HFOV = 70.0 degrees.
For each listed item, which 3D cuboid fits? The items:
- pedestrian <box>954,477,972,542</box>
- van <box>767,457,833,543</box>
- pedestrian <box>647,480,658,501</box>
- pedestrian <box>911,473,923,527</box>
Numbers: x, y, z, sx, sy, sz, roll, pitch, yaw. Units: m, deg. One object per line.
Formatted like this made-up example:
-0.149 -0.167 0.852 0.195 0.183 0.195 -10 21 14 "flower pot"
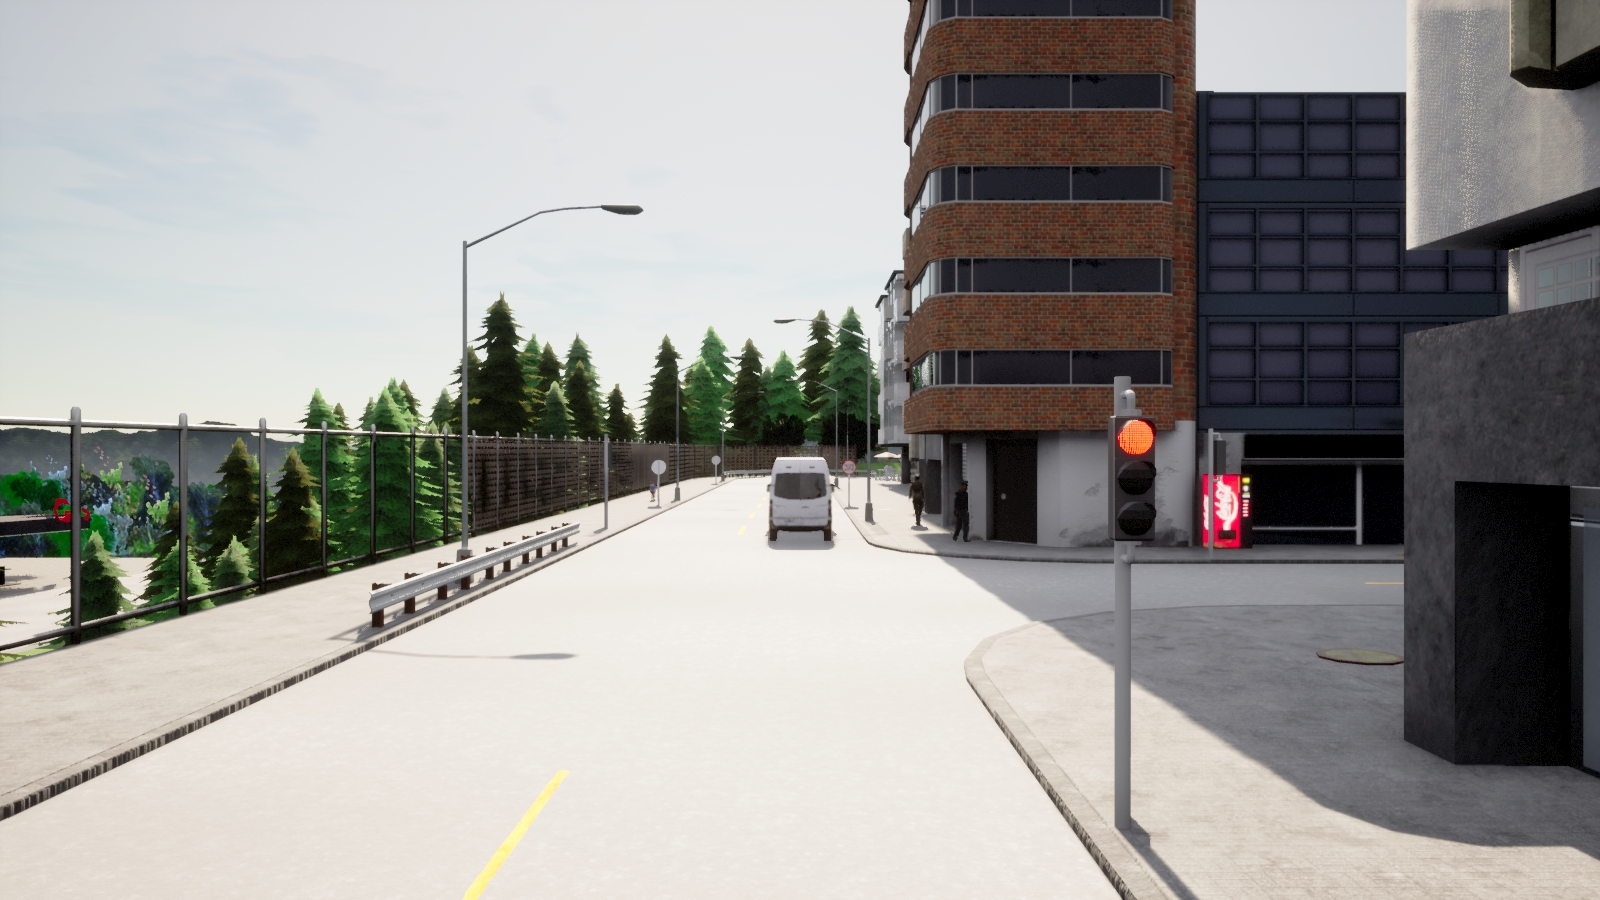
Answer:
4.711 1.724 33.069 0.375 1.860 0.375 0 0 -24 "pedestrian"
0.009 1.520 37.416 1.988 2.561 5.915 0 0 0 "van"
-7.638 2.102 59.216 0.500 1.100 0.500 0 0 1 "pedestrian"
4.067 1.720 39.718 0.375 1.860 0.375 0 0 16 "pedestrian"
